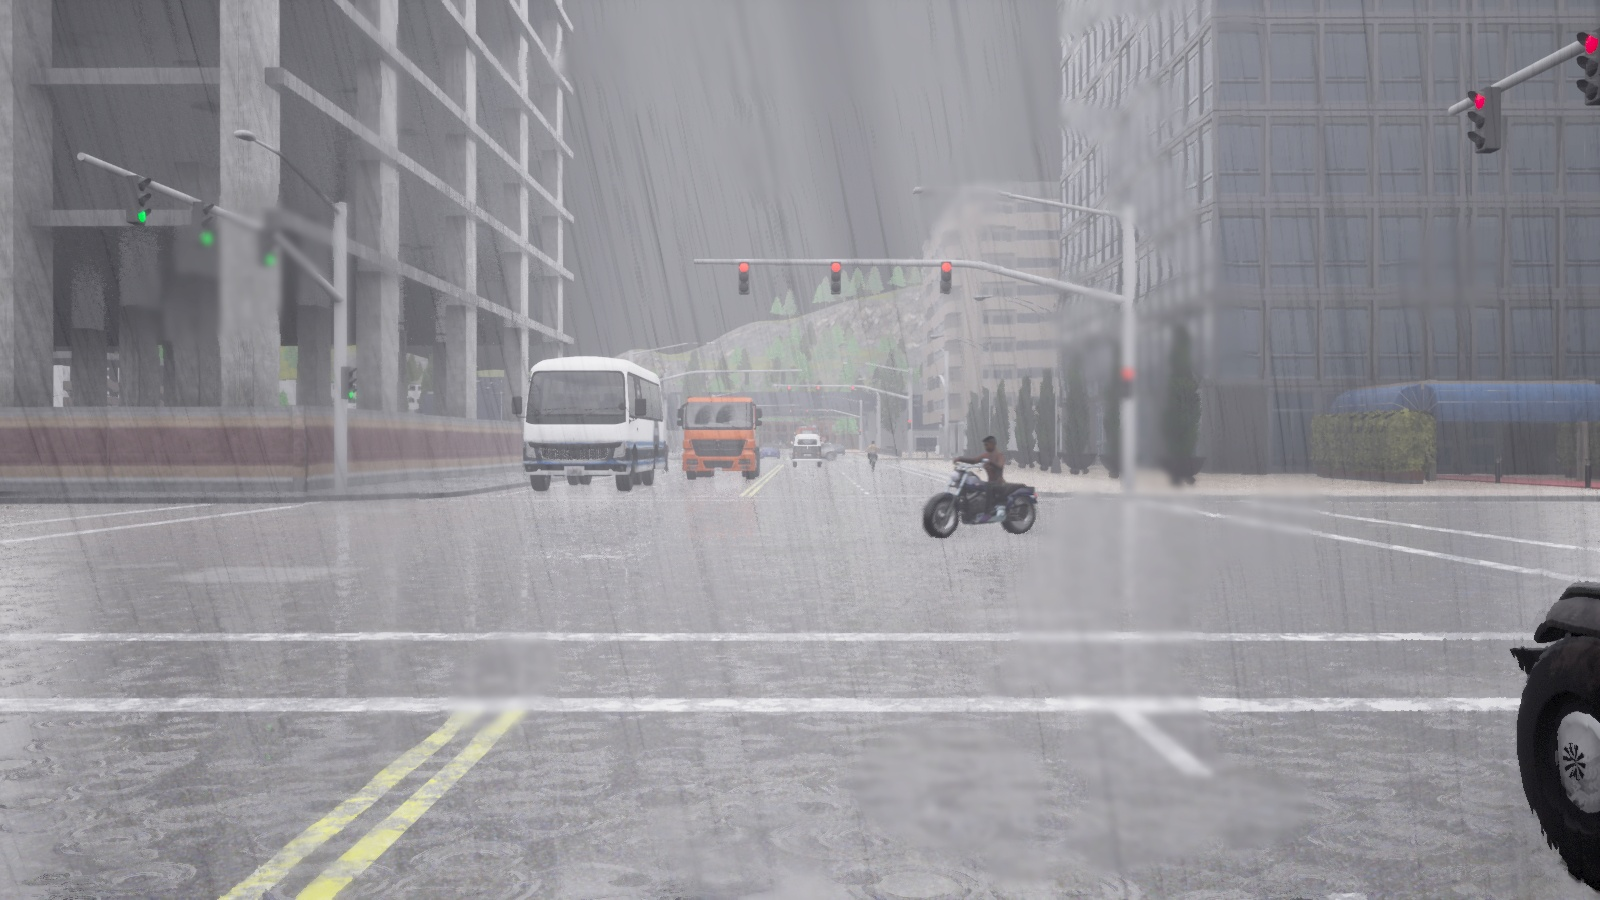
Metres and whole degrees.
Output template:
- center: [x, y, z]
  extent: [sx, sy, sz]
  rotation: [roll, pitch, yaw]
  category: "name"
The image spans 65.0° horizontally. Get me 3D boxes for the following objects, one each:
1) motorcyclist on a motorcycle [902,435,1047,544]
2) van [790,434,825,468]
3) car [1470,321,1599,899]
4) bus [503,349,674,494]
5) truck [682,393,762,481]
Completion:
- center: [2.793, 0.586, 19.971]
  extent: [2.350, 1.649, 0.766]
  rotation: [0, 1, -33]
  category: "motorcyclist on a motorcycle"
- center: [0.452, 0.032, 77.677]
  extent: [2.069, 2.038, 4.480]
  rotation: [0, 0, 0]
  category: "van"
- center: [3.532, 0.529, 2.910]
  extent: [1.905, 1.878, 3.866]
  rotation: [0, 0, 0]
  category: "car"
- center: [-6.747, -0.873, 42.103]
  extent: [3.944, 4.253, 10.273]
  rotation: [0, 0, 0]
  category: "bus"
- center: [-3.185, -0.539, 53.286]
  extent: [2.891, 3.462, 7.936]
  rotation: [0, 0, 0]
  category: "truck"
